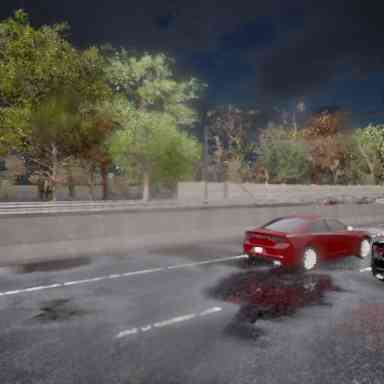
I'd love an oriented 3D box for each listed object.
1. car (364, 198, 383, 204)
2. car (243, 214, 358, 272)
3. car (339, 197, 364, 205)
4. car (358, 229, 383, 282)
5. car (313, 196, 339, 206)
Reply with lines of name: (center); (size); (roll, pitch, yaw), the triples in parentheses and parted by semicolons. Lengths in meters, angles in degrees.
car: (24.827, 1.516, 43.175); (4.674, 1.442, 1.812); (0, 0, -35)
car: (3.907, 1.471, 10.859); (5.008, 1.535, 1.882); (0, 0, -35)
car: (22.970, 1.497, 46.146); (4.892, 1.490, 1.837); (1, 0, -35)
car: (6.506, 1.471, 8.412); (5.008, 1.535, 1.882); (0, 0, -35)
car: (19.512, 1.341, 47.951); (4.553, 1.767, 2.097); (0, 0, -36)
